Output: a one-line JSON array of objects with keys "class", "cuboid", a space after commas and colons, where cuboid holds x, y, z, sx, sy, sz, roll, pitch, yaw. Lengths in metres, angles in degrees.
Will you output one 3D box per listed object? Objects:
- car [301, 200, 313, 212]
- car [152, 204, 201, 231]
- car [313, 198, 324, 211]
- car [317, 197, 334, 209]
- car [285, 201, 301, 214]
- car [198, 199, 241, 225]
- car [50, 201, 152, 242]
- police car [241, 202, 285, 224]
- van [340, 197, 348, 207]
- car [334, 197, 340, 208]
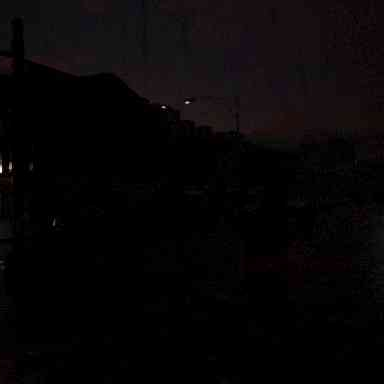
[{"class": "car", "cuboid": [14.008, 1.888, 43.747, 1.752, 1.417, 4.829, -1, -1, 35]}, {"class": "car", "cuboid": [-1.606, 1.707, 21.764, 1.947, 1.339, 4.313, -1, -1, 35]}, {"class": "car", "cuboid": [17.250, 1.976, 48.309, 1.947, 1.339, 4.313, -1, -1, 35]}, {"class": "car", "cuboid": [20.391, 1.772, 52.736, 2.192, 1.841, 5.009, -1, -1, 35]}, {"class": "car", "cuboid": [10.964, 1.869, 39.461, 2.008, 1.369, 4.403, -1, -1, 35]}, {"class": "car", "cuboid": [1.536, 1.499, 26.191, 2.192, 1.841, 5.009, -1, -1, 35]}, {"class": "car", "cuboid": [-4.749, 1.414, 17.343, 2.192, 1.841, 5.009, -1, -1, 35]}, {"class": "police car", "cuboid": [5.533, 1.631, 27.253, 1.930, 1.638, 5.238, 0, -1, 35]}, {"class": "van", "cuboid": [29.820, 1.945, 66.009, 1.690, 1.788, 3.998, -1, -1, 35]}, {"class": "car", "cuboid": [23.534, 1.945, 57.159, 1.967, 1.590, 4.097, -1, -1, 35]}]
